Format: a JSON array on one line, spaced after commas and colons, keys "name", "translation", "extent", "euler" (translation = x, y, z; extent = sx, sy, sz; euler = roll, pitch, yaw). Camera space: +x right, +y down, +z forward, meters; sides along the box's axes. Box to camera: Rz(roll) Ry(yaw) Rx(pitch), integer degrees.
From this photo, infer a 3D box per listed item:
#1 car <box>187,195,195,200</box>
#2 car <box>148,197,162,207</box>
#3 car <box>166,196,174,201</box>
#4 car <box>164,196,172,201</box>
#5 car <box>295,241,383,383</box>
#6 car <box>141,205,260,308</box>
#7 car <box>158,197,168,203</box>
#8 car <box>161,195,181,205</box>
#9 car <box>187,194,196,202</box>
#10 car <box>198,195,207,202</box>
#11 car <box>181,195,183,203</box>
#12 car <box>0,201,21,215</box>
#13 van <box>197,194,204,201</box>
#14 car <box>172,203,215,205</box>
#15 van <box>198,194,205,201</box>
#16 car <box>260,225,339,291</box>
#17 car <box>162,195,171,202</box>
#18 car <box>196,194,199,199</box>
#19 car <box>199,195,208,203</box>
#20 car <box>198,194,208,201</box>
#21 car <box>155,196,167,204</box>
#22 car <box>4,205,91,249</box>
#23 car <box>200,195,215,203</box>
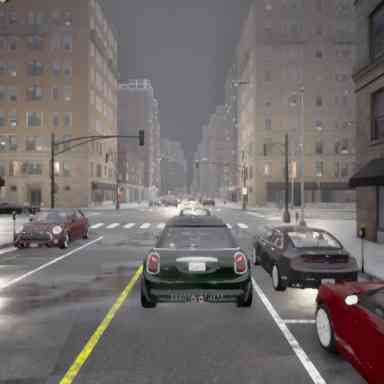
[{"name": "car", "translation": [-0.269, 1.499, 90.149], "extent": [1.994, 1.385, 4.181], "euler": [0, 0, 0]}, {"name": "car", "translation": [-5.858, 1.570, 52.614], "extent": [2.008, 1.369, 4.403], "euler": [0, 0, 0]}, {"name": "car", "translation": [-6.131, 1.684, 91.170], "extent": [1.947, 1.339, 4.313], "euler": [0, 0, 0]}, {"name": "car", "translation": [-6.092, 1.680, 85.662], "extent": [1.802, 1.307, 4.206], "euler": [0, 0, 0]}, {"name": "car", "translation": [2.683, 1.544, 3.253], "extent": [1.887, 1.381, 4.507], "euler": [0, 0, 0]}, {"name": "car", "translation": [0.068, 1.351, 8.063], "extent": [2.097, 1.767, 4.553], "euler": [0, 0, -1]}, {"name": "car", "translation": [-5.975, 1.632, 69.138], "extent": [1.802, 1.307, 4.206], "euler": [0, 0, 0]}, {"name": "car", "translation": [-3.078, 1.564, 50.289], "extent": [2.033, 1.411, 5.357], "euler": [0, 0, -1]}, {"name": "car", "translation": [-0.198, 1.668, 80.174], "extent": [1.895, 1.301, 4.718], "euler": [0, 0, 0]}, {"name": "car", "translation": [2.473, 1.521, 80.206], "extent": [1.967, 1.590, 4.097], "euler": [0, 0, 0]}, {"name": "car", "translation": [-3.131, 1.632, 60.106], "extent": [1.895, 1.301, 4.718], "euler": [0, 0, 0]}, {"name": "car", "translation": [-16.319, 1.517, 30.289], "extent": [4.718, 1.301, 1.895], "euler": [0, 0, 0]}, {"name": "van", "translation": [2.395, 1.459, 91.220], "extent": [1.690, 1.788, 3.998], "euler": [0, 0, 0]}, {"name": "car", "translation": [0.135, 1.490, 15.444], "extent": [2.128, 1.511, 4.902], "euler": [0, 0, 0]}, {"name": "van", "translation": [2.435, 1.440, 85.714], "extent": [1.690, 1.788, 3.998], "euler": [0, 0, 0]}, {"name": "car", "translation": [2.696, 1.549, 8.744], "extent": [2.008, 1.369, 4.403], "euler": [0, 0, 0]}, {"name": "car", "translation": [-6.052, 1.520, 80.154], "extent": [1.967, 1.590, 4.097], "euler": [0, 0, 0]}, {"name": "car", "translation": [2.551, 1.365, 69.192], "extent": [2.192, 1.841, 5.009], "euler": [0, 0, 0]}, {"name": "car", "translation": [2.512, 1.505, 74.700], "extent": [1.967, 1.590, 4.097], "euler": [0, 0, 0]}, {"name": "car", "translation": [2.588, 1.564, 63.855], "extent": [1.752, 1.417, 4.829], "euler": [0, 0, 0]}, {"name": "car", "translation": [-5.936, 1.582, 63.630], "extent": [1.887, 1.381, 4.507], "euler": [0, 0, 0]}, {"name": "car", "translation": [-5.816, 1.438, 14.252], "extent": [1.967, 1.590, 4.097], "euler": [0, 0, 0]}, {"name": "car", "translation": [2.667, 1.564, 52.671], "extent": [1.887, 1.381, 4.507], "euler": [0, 0, 0]}]
